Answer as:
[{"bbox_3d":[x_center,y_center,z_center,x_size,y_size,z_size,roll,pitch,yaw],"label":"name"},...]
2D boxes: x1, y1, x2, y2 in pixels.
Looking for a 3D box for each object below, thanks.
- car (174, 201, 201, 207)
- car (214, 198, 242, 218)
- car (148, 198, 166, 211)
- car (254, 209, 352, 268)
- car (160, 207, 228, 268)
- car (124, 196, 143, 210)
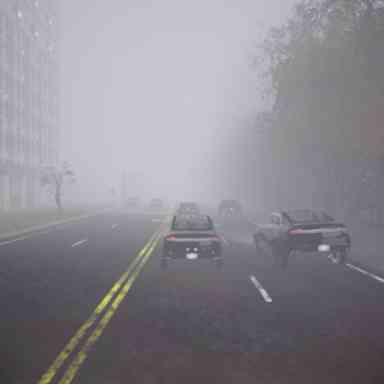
[{"bbox_3d":[-0.329,1.503,26.411,1.837,1.490,4.892,0,0,-1],"label":"car"},{"bbox_3d":[2.958,1.291,27.838,1.882,1.535,5.008,2,-3,-1],"label":"car"},{"bbox_3d":[-4.266,1.476,40.695,1.882,1.535,5.008,0,0,-2],"label":"car"},{"bbox_3d":[3.234,1.327,10.641,2.128,1.511,4.902,-3,-4,0],"label":"car"},{"bbox_3d":[-0.016,1.490,11.280,2.128,1.511,4.902,0,0,0],"label":"car"},{"bbox_3d":[-7.650,1.352,43.700,2.097,1.767,4.553,0,0,-3],"label":"car"}]
